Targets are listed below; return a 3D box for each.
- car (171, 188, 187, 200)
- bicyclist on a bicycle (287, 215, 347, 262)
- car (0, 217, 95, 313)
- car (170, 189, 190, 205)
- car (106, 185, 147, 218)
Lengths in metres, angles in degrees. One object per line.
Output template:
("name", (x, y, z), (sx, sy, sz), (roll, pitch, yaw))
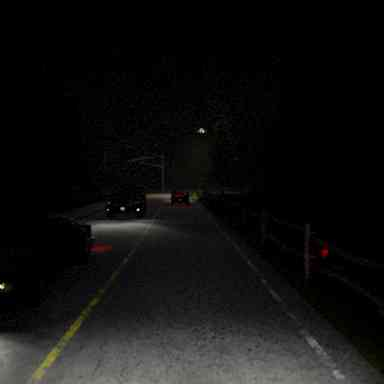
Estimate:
("car", (-1.811, 0.259, 45.274), (2.033, 1.411, 5.357), (0, 2, -3))
("bicyclist on a bicycle", (3.603, 1.267, 9.493), (1.620, 1.656, 0.582), (-18, -35, 21))
("car", (-3.755, 1.332, 7.694), (2.033, 1.411, 5.357), (0, 2, -1))
("car", (-1.253, 0.502, 34.799), (2.128, 1.511, 4.902), (0, 2, -2))
("car", (-4.334, 0.581, 22.856), (2.150, 2.045, 5.566), (0, 2, -3))
